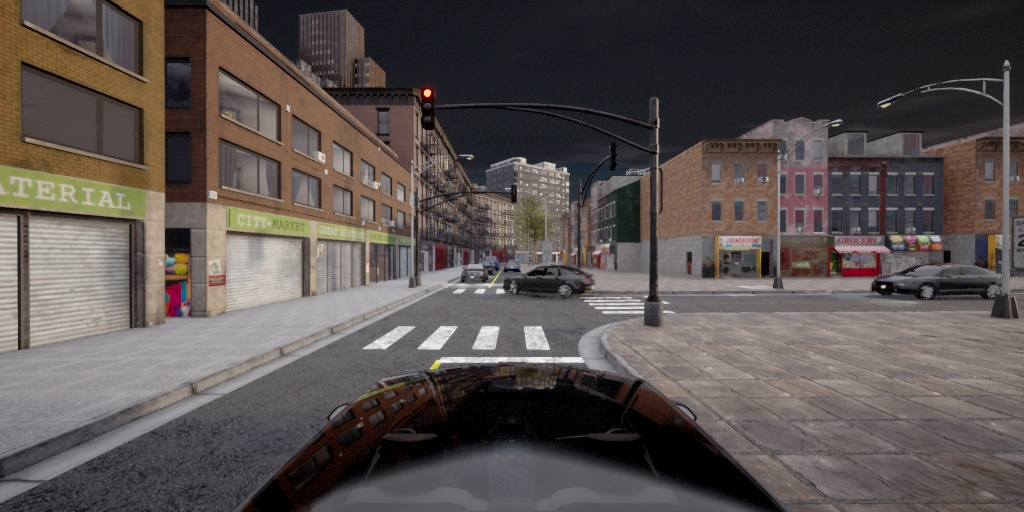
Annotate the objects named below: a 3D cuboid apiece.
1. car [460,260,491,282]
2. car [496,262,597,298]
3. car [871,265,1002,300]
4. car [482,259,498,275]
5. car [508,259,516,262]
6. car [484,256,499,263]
[{"bbox_3d":[-2.908,1.282,28.673,1.812,1.442,4.674,0,0,0],"label":"car"},{"bbox_3d":[1.838,1.244,18.351,4.892,1.490,1.837,0,3,33],"label":"car"},{"bbox_3d":[19.244,1.141,16.252,4.892,1.490,1.837,0,0,0],"label":"car"},{"bbox_3d":[-2.943,1.312,39.106,2.033,1.411,5.357,0,0,0],"label":"car"},{"bbox_3d":[-0.008,1.335,46.194,1.994,1.385,4.181,0,0,0],"label":"car"},{"bbox_3d":[-2.948,0.998,49.726,2.150,2.045,5.566,0,0,1],"label":"car"}]
